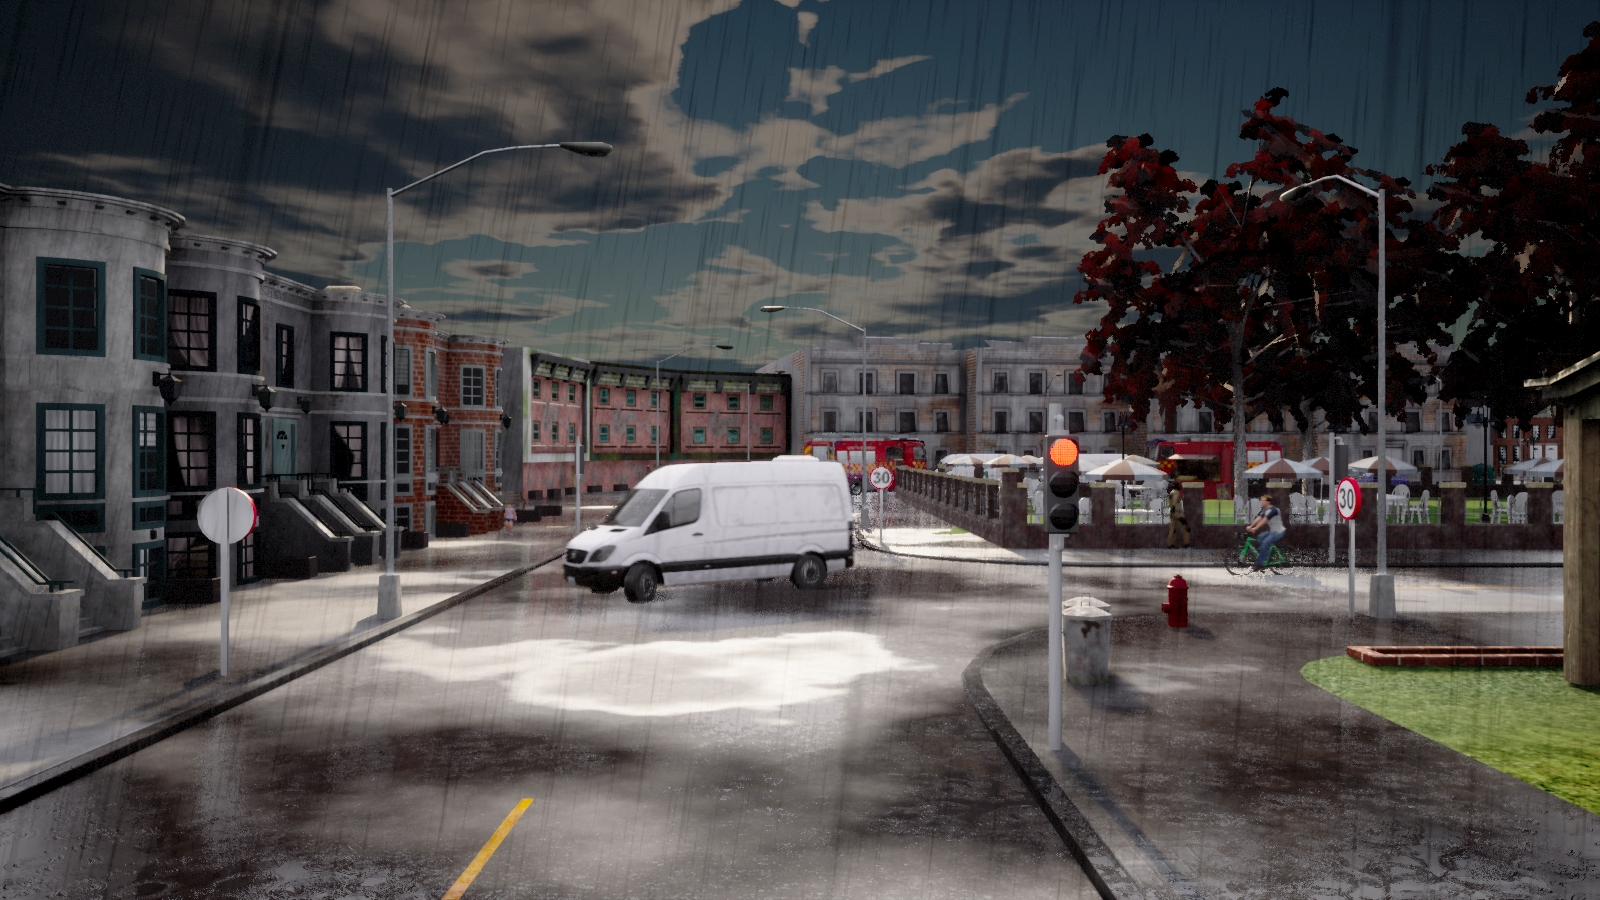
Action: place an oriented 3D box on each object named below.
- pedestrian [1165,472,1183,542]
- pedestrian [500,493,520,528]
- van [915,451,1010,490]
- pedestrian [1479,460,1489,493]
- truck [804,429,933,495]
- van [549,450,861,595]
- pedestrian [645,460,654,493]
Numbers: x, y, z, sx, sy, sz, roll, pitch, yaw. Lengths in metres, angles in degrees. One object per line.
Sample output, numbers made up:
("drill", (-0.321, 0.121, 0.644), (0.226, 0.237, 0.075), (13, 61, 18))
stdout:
("pedestrian", (10.000, 1.517, 30.548), (0.375, 1.860, 0.375), (0, 0, 0))
("pedestrian", (-9.143, 1.904, 36.052), (0.500, 1.100, 0.500), (0, 0, 3))
("van", (10.550, 1.314, 74.428), (5.915, 2.561, 1.988), (0, 0, 0))
("pedestrian", (39.415, 1.524, 65.826), (0.375, 1.860, 0.375), (0, 0, 3))
("truck", (4.295, 0.672, 70.228), (8.468, 3.827, 2.891), (0, 0, -43))
("van", (-1.774, 1.314, 22.653), (5.915, 2.561, 1.988), (0, -2, -34))
("pedestrian", (-8.682, 1.525, 65.888), (0.375, 1.860, 0.375), (0, 0, 19))
